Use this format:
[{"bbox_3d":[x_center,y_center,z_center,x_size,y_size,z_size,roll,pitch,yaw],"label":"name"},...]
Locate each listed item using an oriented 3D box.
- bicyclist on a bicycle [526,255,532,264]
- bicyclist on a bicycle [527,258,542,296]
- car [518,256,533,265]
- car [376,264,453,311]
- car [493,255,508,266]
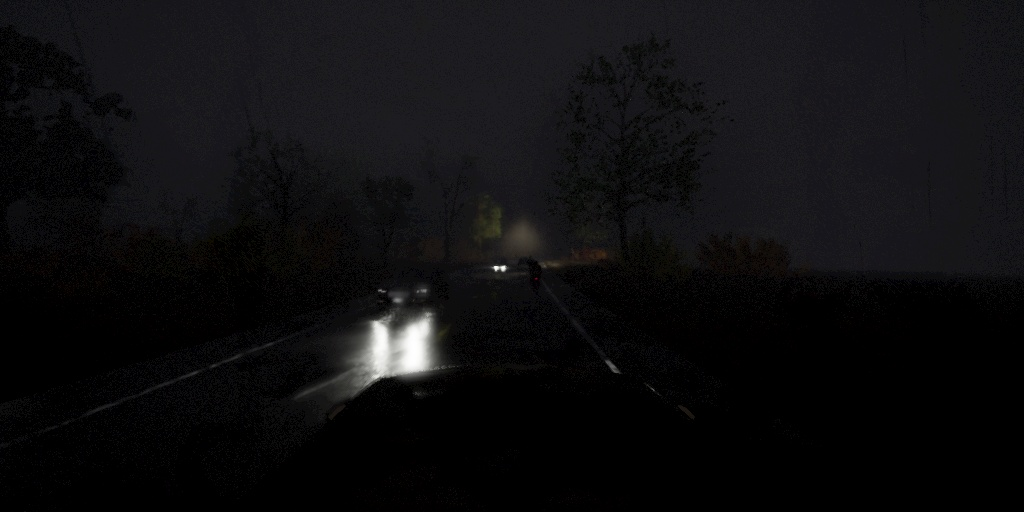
[{"bbox_3d":[1.364,0.833,26.273,0.659,1.776,1.843,0,1,2],"label":"bicyclist on a bicycle"},{"bbox_3d":[1.106,1.026,16.170,0.582,1.620,1.656,0,0,1],"label":"bicyclist on a bicycle"},{"bbox_3d":[1.985,0.750,56.178,1.994,1.385,4.181,0,1,4],"label":"car"},{"bbox_3d":[-3.482,1.085,13.543,2.128,1.511,4.902,0,1,1],"label":"car"},{"bbox_3d":[-1.712,0.673,55.216,2.128,1.511,4.902,0,1,4],"label":"car"}]
